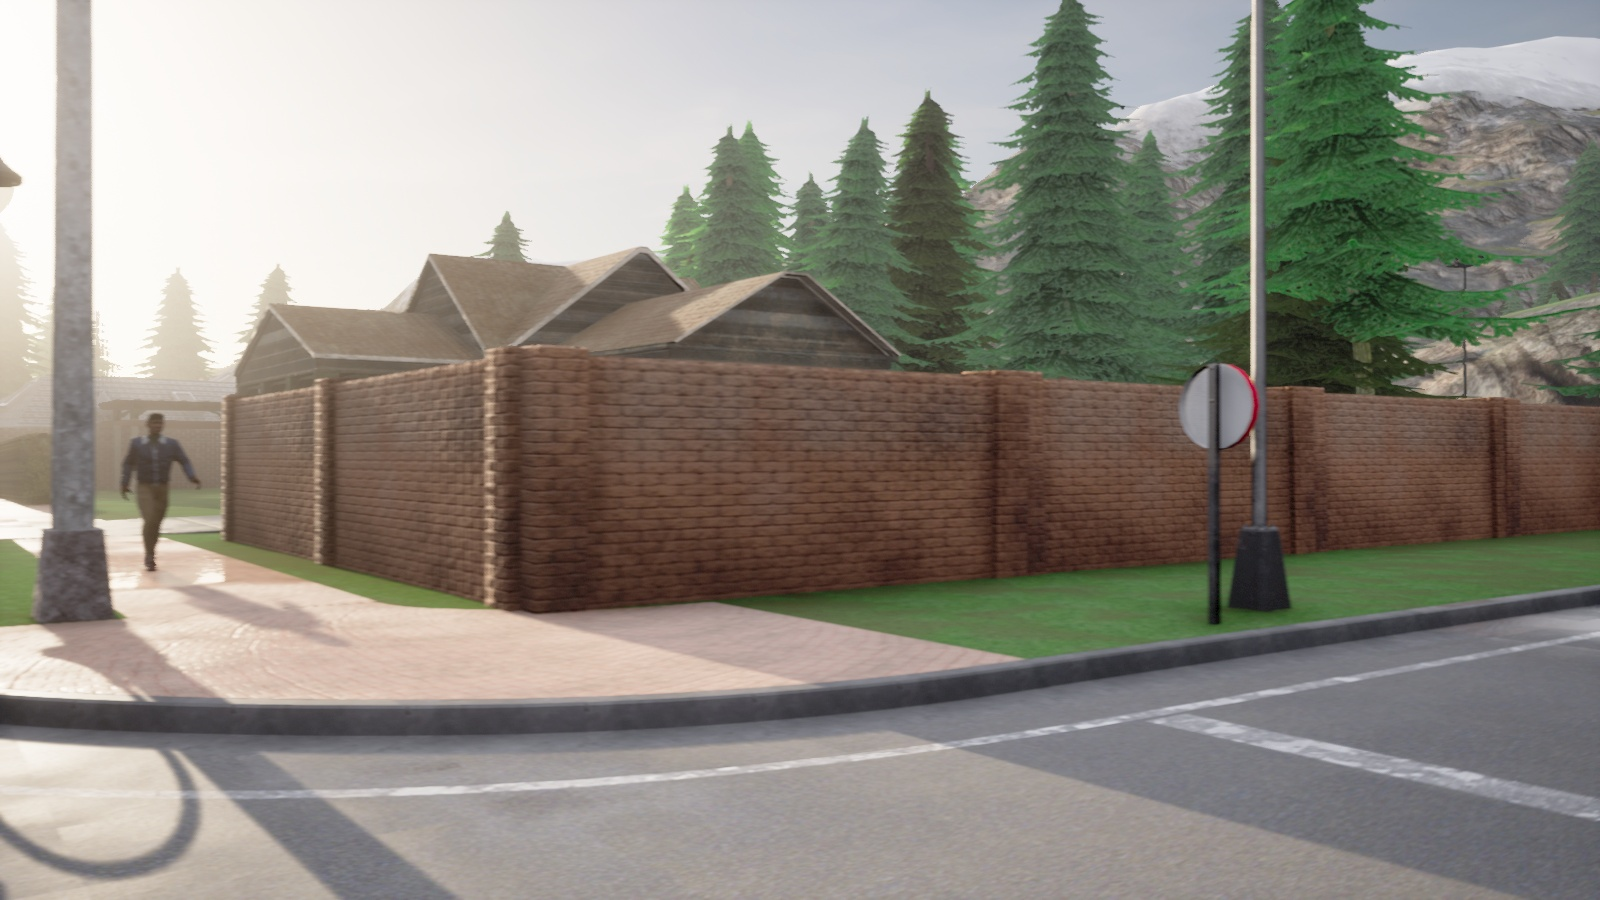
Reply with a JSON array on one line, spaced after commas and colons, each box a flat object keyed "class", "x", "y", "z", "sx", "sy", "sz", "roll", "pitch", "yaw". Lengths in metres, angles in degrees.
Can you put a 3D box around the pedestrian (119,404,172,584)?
[{"class": "pedestrian", "x": -7.319, "y": 0.481, "z": 14.033, "sx": 0.423, "sy": 1.949, "sz": 0.788, "roll": 0, "pitch": 0, "yaw": -35}]
